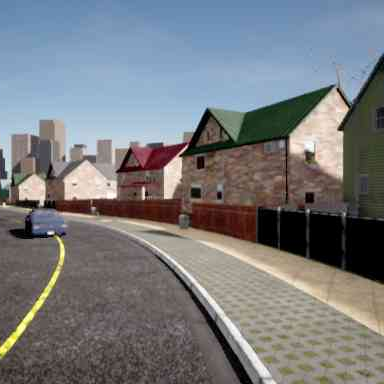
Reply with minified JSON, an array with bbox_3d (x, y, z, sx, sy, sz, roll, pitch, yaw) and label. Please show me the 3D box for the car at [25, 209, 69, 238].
[{"bbox_3d":[-8.312,1.663,18.765,2.033,1.411,5.357,0,-1,-30],"label":"car"}]
